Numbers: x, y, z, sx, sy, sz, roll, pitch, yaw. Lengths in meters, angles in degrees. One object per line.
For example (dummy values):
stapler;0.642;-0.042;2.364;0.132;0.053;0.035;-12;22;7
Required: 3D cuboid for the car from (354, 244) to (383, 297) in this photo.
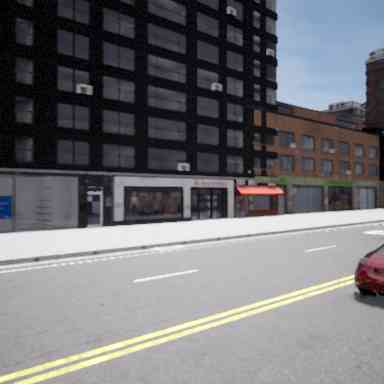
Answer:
car;5.532;1.585;7.543;4.181;1.385;1.994;0;0;-36
